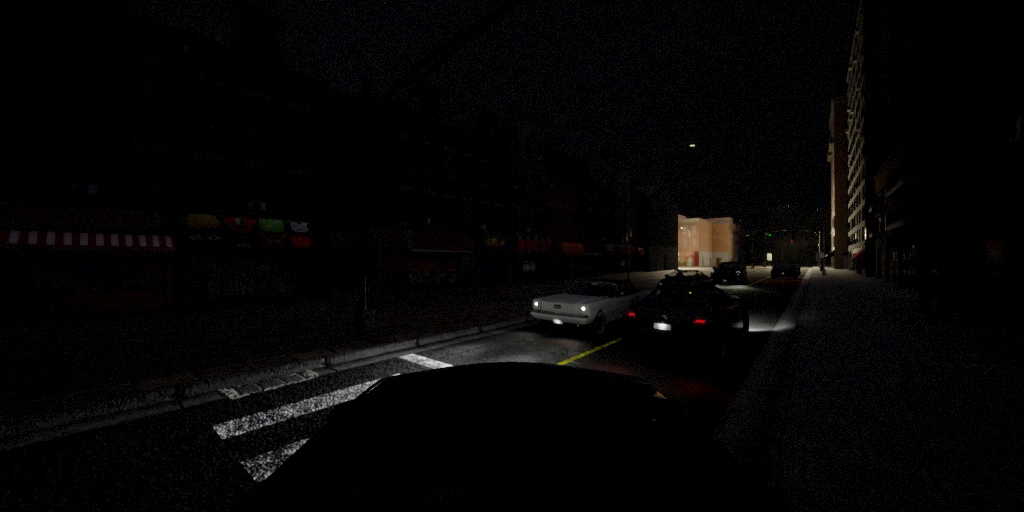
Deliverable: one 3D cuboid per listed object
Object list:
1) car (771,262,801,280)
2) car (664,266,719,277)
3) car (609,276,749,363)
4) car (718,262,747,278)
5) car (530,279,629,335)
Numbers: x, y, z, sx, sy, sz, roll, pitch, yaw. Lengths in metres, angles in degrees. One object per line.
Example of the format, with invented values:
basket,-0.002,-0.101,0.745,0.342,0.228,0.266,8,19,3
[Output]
car,25.896,1.409,34.038,1.882,1.535,5.008,0,-1,40
car,9.011,1.404,18.560,1.994,1.385,4.181,0,0,41
car,4.206,1.344,8.473,1.994,1.385,4.181,0,0,40
car,16.944,1.247,27.999,2.097,1.767,4.553,0,0,38
car,2.600,1.398,10.989,1.895,1.301,4.718,0,0,40
